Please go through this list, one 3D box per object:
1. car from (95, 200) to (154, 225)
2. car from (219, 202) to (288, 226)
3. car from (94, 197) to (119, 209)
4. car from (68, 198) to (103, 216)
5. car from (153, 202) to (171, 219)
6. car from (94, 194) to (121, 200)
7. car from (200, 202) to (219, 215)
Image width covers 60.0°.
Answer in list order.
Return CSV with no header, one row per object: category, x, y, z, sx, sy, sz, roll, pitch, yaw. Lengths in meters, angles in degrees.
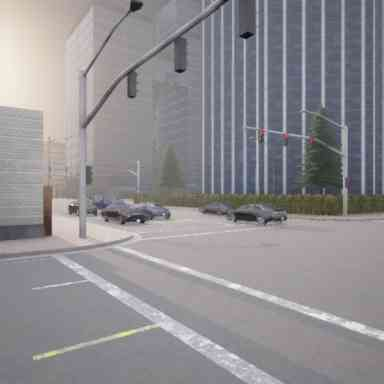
car,-5.262,1.603,25.262,2.033,1.411,5.357,0,0,-36
car,4.561,1.547,23.931,2.128,1.511,4.902,0,0,-36
car,-12.218,1.560,47.280,1.837,1.490,4.892,0,0,-36
car,-10.932,1.560,33.171,1.837,1.490,4.892,0,0,-36
car,-3.667,1.581,29.075,1.812,1.442,4.674,0,0,-36
car,-9.329,1.277,36.947,2.150,2.045,5.566,0,0,-36
car,2.577,1.619,32.689,1.994,1.385,4.181,0,0,-36
